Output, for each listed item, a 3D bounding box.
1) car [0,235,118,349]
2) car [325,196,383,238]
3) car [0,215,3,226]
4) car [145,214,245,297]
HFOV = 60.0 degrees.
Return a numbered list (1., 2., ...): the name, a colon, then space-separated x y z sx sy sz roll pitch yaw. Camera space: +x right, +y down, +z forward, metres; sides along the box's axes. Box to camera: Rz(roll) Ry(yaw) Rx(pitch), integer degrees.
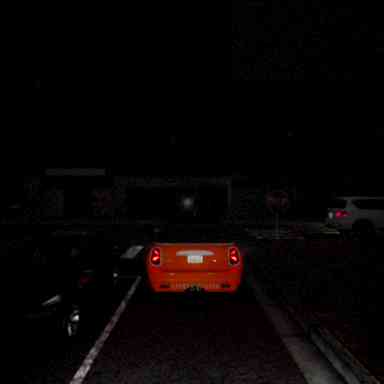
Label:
1. car: -2.643 1.583 6.465 1.947 1.339 4.313 0 0 0
2. car: 9.791 1.242 17.065 5.566 2.045 2.150 0 0 0
3. car: -13.807 1.640 20.015 4.181 1.385 1.994 0 0 0
4. car: 0.040 1.374 8.788 2.097 1.767 4.553 0 0 -1
